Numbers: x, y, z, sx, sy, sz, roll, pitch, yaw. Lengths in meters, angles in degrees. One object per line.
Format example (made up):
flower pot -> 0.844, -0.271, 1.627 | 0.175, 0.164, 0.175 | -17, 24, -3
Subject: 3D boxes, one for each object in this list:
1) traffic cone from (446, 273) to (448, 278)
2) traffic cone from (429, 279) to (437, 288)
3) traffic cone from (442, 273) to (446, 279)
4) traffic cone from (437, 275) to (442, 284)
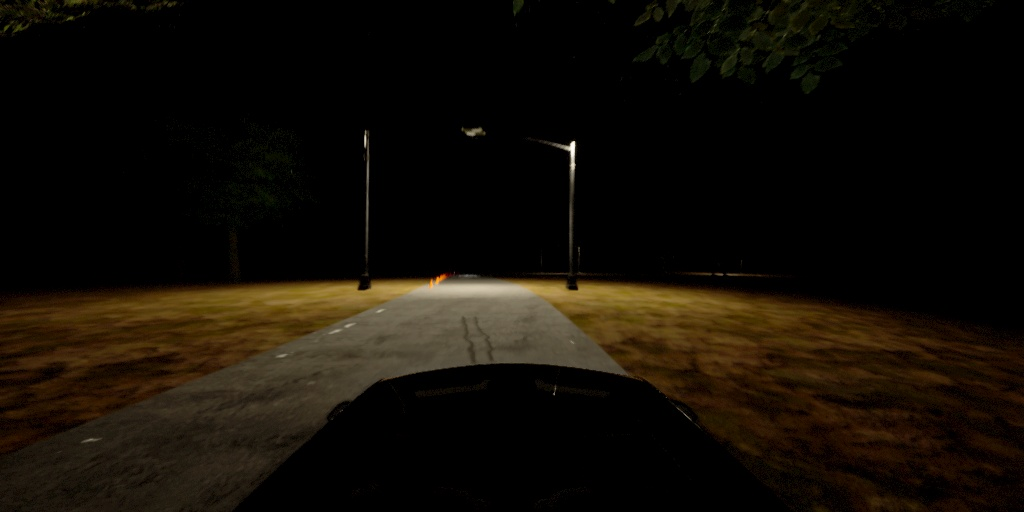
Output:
traffic cone -> -7.293, 2.192, 38.240 | 0.340, 0.580, 0.340 | 0, 0, -8
traffic cone -> -5.295, 1.825, 23.467 | 0.340, 0.580, 0.340 | 0, 0, -6
traffic cone -> -6.582, 2.047, 33.290 | 0.340, 0.580, 0.340 | 0, 0, -8
traffic cone -> -5.885, 1.921, 28.364 | 0.340, 0.580, 0.340 | 0, 0, -8
